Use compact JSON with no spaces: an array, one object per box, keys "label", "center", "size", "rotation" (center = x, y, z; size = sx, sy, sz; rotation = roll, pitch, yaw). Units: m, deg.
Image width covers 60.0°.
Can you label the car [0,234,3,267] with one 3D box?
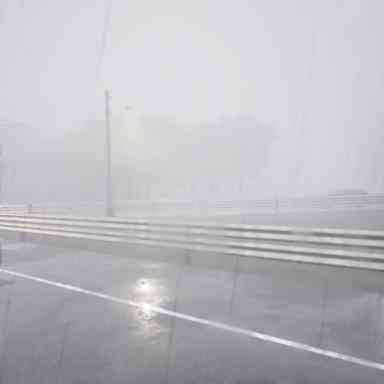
[{"label":"car","center":[-7.405,1.370,9.193],"size":[5.566,2.045,2.150],"rotation":[-1,0,36]}]

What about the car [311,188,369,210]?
[{"label":"car","center":[14.810,0.691,33.371],"size":[5.566,2.045,2.150],"rotation":[-2,-1,-6]}]
